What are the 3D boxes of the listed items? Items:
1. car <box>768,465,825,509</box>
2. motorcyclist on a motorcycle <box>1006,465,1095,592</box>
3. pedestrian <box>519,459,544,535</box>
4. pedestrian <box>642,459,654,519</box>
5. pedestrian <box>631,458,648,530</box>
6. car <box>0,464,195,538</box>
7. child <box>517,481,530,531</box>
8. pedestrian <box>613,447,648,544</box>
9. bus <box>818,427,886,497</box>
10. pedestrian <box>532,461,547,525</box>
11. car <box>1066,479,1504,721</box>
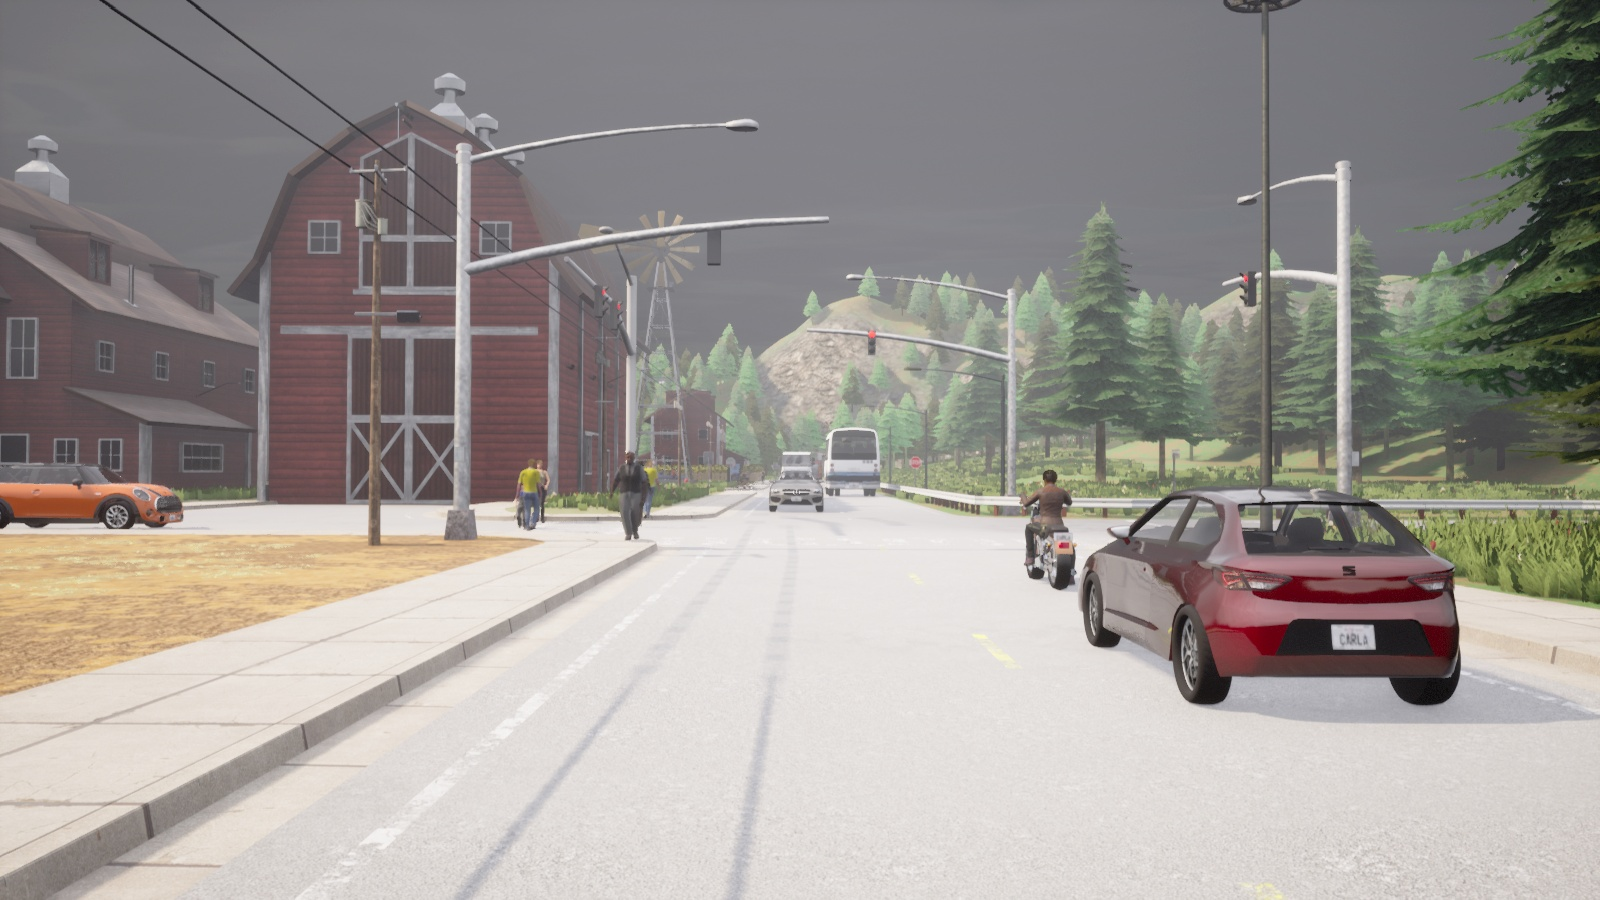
[{"bbox_3d":[-0.129,1.442,50.104,2.152,1.651,5.027,0,-1,0],"label":"car"},{"bbox_3d":[3.455,1.048,17.531,0.766,1.649,2.350,0,-1,0],"label":"motorcyclist on a motorcycle"},{"bbox_3d":[-6.579,1.138,30.772,0.354,1.836,0.706,0,-1,10],"label":"pedestrian"},{"bbox_3d":[-4.661,1.189,38.510,0.354,1.836,0.706,0,-1,-4],"label":"pedestrian"},{"bbox_3d":[-4.340,1.183,33.970,0.395,1.930,0.692,0,-1,-5],"label":"pedestrian"},{"bbox_3d":[-17.865,1.244,31.313,4.553,1.767,2.097,0,-1,-1],"label":"car"},{"bbox_3d":[-7.191,1.451,32.617,0.270,1.263,0.437,0,-1,-5],"label":"child"},{"bbox_3d":[-3.354,0.895,24.866,0.563,1.883,0.849,0,-1,2],"label":"pedestrian"},{"bbox_3d":[3.285,0.815,82.106,3.944,4.253,10.273,0,-1,0],"label":"bus"},{"bbox_3d":[-7.506,1.233,36.189,0.345,1.836,0.594,0,-1,-5],"label":"pedestrian"},{"bbox_3d":[3.474,0.983,9.943,1.816,1.474,4.193,0,-1,0],"label":"car"}]
